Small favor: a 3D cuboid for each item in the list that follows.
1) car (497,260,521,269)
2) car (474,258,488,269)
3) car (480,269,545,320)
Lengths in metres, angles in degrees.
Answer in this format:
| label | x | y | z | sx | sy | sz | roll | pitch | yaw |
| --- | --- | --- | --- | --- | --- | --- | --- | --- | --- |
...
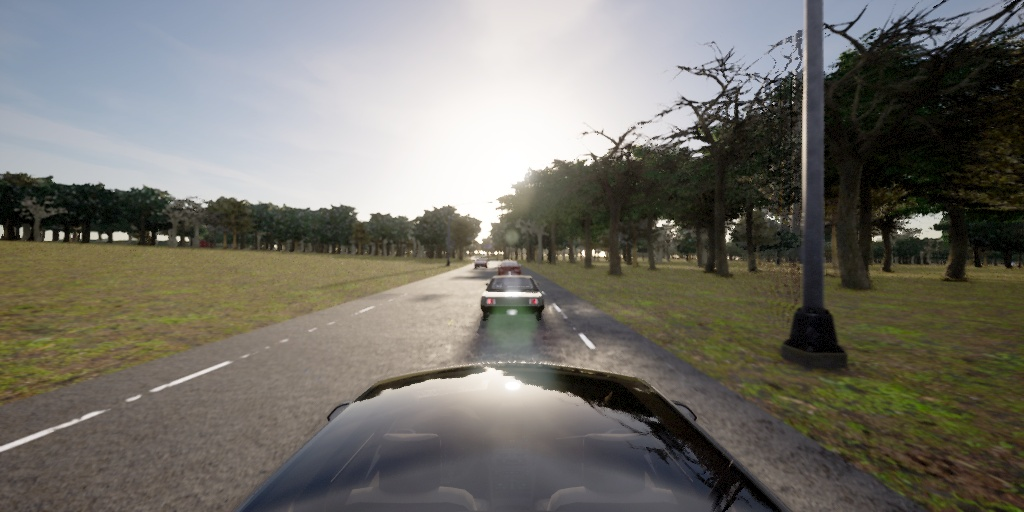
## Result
| label | x | y | z | sx | sy | sz | roll | pitch | yaw |
| --- | --- | --- | --- | --- | --- | --- | --- | --- | --- |
| car | -0.239 | 1.098 | 30.420 | 1.882 | 1.535 | 5.008 | 0 | 1 | -1 |
| car | -4.541 | 1.055 | 52.579 | 1.882 | 1.535 | 5.008 | 0 | 0 | -2 |
| car | 0.007 | 1.307 | 12.395 | 1.895 | 1.301 | 4.718 | 0 | 0 | 0 |
